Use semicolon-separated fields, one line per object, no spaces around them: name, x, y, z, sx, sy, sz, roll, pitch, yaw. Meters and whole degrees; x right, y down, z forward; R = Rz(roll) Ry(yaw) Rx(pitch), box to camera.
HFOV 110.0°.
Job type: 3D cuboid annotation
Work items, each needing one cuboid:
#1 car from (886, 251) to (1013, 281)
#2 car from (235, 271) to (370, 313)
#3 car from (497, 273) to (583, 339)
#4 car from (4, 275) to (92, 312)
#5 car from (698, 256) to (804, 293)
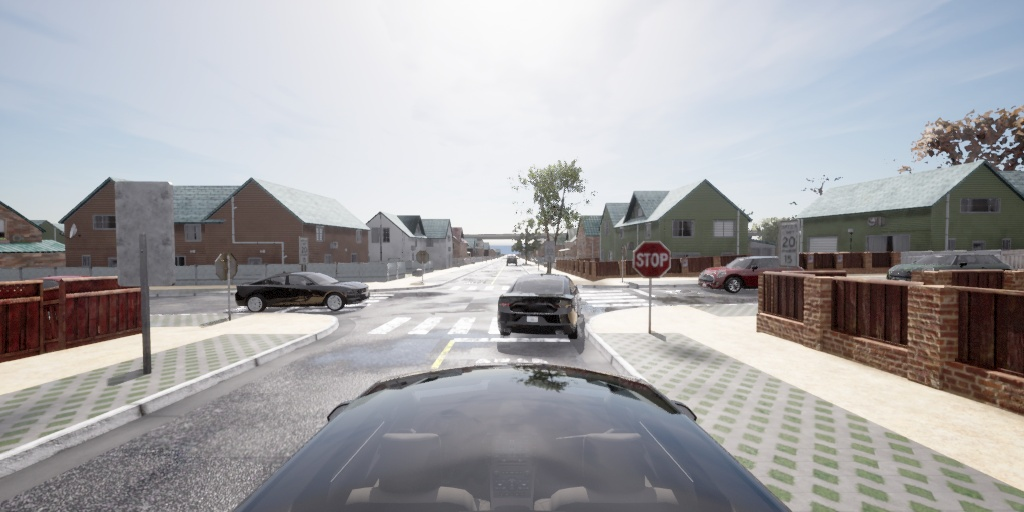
car;21.696;0.646;17.895;4.553;1.767;2.097;-1;2;0
car;-8.473;1.376;14.730;5.008;1.535;1.882;-1;2;0
car;0.955;1.224;10.207;1.882;1.535;5.008;0;0;12
car;-18.026;1.546;14.664;5.008;1.535;1.882;-1;2;0
car;11.801;0.820;17.820;4.553;1.767;2.097;-1;2;0
